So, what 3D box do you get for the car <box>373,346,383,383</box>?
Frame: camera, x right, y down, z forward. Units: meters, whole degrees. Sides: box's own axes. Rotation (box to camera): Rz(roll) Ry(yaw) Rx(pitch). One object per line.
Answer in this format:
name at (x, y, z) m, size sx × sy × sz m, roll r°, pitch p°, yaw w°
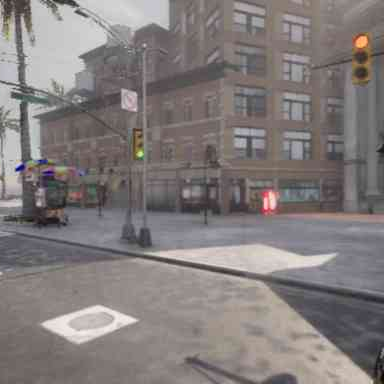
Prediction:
car at (3.831, 1.196, 1.237) m, size 5.566 × 2.045 × 2.150 m, roll 0°, pitch 1°, yaw 39°
